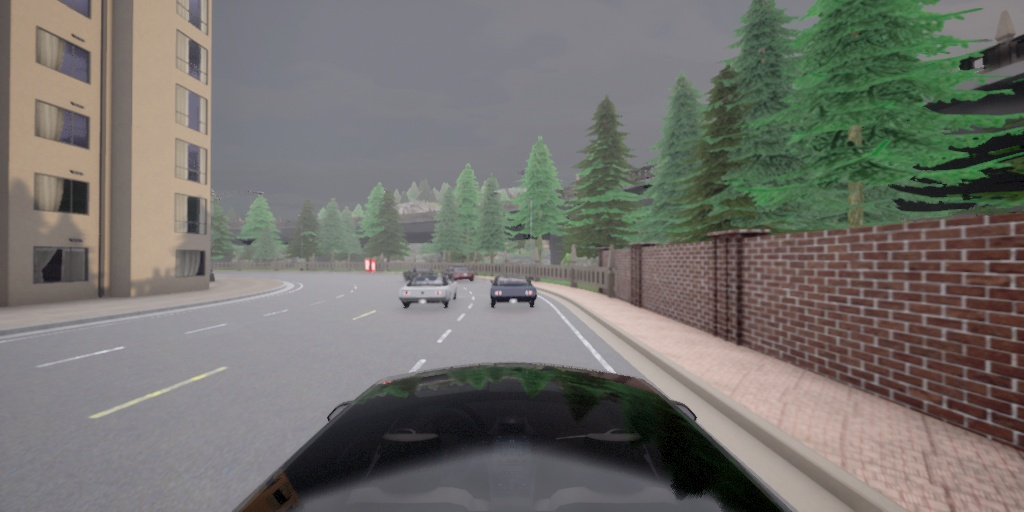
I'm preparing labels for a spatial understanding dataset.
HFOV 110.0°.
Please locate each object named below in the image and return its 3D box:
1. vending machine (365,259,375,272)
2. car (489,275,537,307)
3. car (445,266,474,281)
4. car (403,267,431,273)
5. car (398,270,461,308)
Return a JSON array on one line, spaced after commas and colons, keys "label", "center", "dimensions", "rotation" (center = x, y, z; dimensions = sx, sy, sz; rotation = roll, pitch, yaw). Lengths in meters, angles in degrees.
[{"label": "vending machine", "center": [-20.337, 1.407, 51.497], "dimensions": [0.880, 2.100, 1.100], "rotation": [0, 0, 24]}, {"label": "car", "center": [-0.056, 1.485, 16.185], "dimensions": [1.895, 1.301, 4.718], "rotation": [0, 0, -3]}, {"label": "car", "center": [-5.098, 1.604, 32.949], "dimensions": [1.994, 1.385, 4.181], "rotation": [0, -1, -31]}, {"label": "car", "center": [-8.028, 1.623, 31.053], "dimensions": [1.895, 1.301, 4.718], "rotation": [0, -1, -30]}, {"label": "car", "center": [-3.552, 1.483, 16.027], "dimensions": [1.895, 1.301, 4.718], "rotation": [0, 0, -3]}]
